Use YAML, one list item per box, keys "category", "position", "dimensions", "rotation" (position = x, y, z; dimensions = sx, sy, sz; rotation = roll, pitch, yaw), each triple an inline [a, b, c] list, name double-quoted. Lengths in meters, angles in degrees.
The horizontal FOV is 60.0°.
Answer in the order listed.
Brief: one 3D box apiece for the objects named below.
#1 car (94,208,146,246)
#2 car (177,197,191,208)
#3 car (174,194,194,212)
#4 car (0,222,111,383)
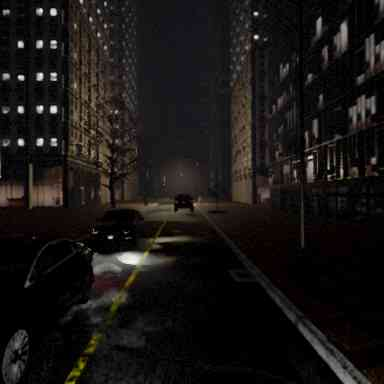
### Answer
- category: "car"
  position: [-3.238, 1.525, 15.365]
  dimensions: [1.837, 1.490, 4.892]
  rotation: [0, 0, -1]
- category: "car"
  position: [-1.240, 1.559, 49.803]
  dimensions: [1.994, 1.385, 4.181]
  rotation: [0, 0, -2]
- category: "car"
  position: [-0.920, 1.218, 38.538]
  dimensions: [2.150, 2.045, 5.566]
  rotation: [0, 0, -1]
- category: "car"
  position: [-2.963, 1.512, 5.306]
  dimensions: [2.128, 1.511, 4.902]
  rotation: [0, 0, -2]
